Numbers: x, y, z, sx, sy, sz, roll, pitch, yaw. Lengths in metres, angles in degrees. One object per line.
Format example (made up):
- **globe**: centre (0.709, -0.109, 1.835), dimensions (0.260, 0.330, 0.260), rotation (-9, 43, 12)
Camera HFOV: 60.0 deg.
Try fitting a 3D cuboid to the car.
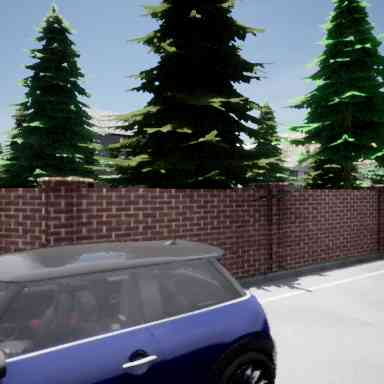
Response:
- **car**: centre (-1.389, 1.352, 3.062), dimensions (4.553, 1.767, 2.097), rotation (0, 0, -33)
